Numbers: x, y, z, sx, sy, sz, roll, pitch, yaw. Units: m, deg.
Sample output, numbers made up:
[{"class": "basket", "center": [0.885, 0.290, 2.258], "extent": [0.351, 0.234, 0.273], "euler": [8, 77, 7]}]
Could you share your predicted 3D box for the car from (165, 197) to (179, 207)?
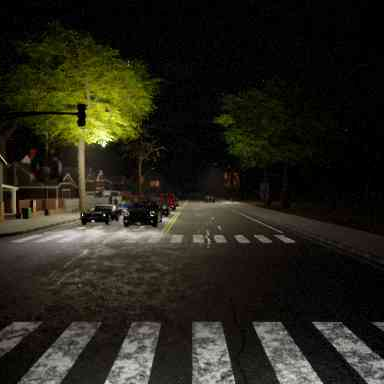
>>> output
[{"class": "car", "center": [-3.056, 1.501, 51.655], "extent": [1.837, 1.490, 4.892], "euler": [0, 0, 1]}]

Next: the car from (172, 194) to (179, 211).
[{"class": "car", "center": [-3.143, 1.215, 41.216], "extent": [2.150, 2.045, 5.566], "euler": [0, 0, 1]}]

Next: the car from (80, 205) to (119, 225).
[{"class": "car", "center": [-6.479, 1.594, 24.021], "extent": [1.895, 1.301, 4.718], "euler": [0, 0, 0]}]

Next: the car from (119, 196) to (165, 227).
[{"class": "car", "center": [-3.238, 1.346, 22.524], "extent": [2.097, 1.767, 4.553], "euler": [0, 0, 0]}]

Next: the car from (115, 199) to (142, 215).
[{"class": "car", "center": [-6.419, 1.518, 34.193], "extent": [1.812, 1.442, 4.674], "euler": [0, 0, 0]}]

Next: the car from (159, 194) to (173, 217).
[{"class": "car", "center": [-3.193, 1.344, 31.381], "extent": [2.097, 1.767, 4.553], "euler": [0, 0, 0]}]

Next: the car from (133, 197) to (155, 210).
[{"class": "car", "center": [-6.369, 1.486, 44.633], "extent": [2.128, 1.511, 4.902], "euler": [0, 0, 1]}]

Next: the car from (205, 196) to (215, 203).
[{"class": "car", "center": [3.677, 1.506, 67.636], "extent": [1.837, 1.490, 4.892], "euler": [0, 0, 1]}]
